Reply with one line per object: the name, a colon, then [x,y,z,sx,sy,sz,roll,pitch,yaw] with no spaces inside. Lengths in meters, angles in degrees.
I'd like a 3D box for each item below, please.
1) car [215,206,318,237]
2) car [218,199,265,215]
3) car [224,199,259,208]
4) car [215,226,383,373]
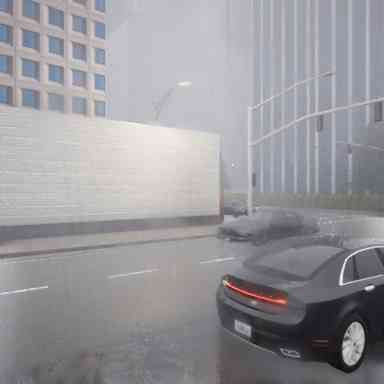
car: [3.620,1.546,15.168,5.357,1.411,2.033,0,0,-35]
car: [5.157,1.547,35.386,2.128,1.511,4.902,0,0,-36]
car: [3.592,1.603,31.555,2.033,1.411,5.357,0,0,-36]
car: [2.636,1.505,5.676,4.892,1.490,1.837,0,0,-35]
